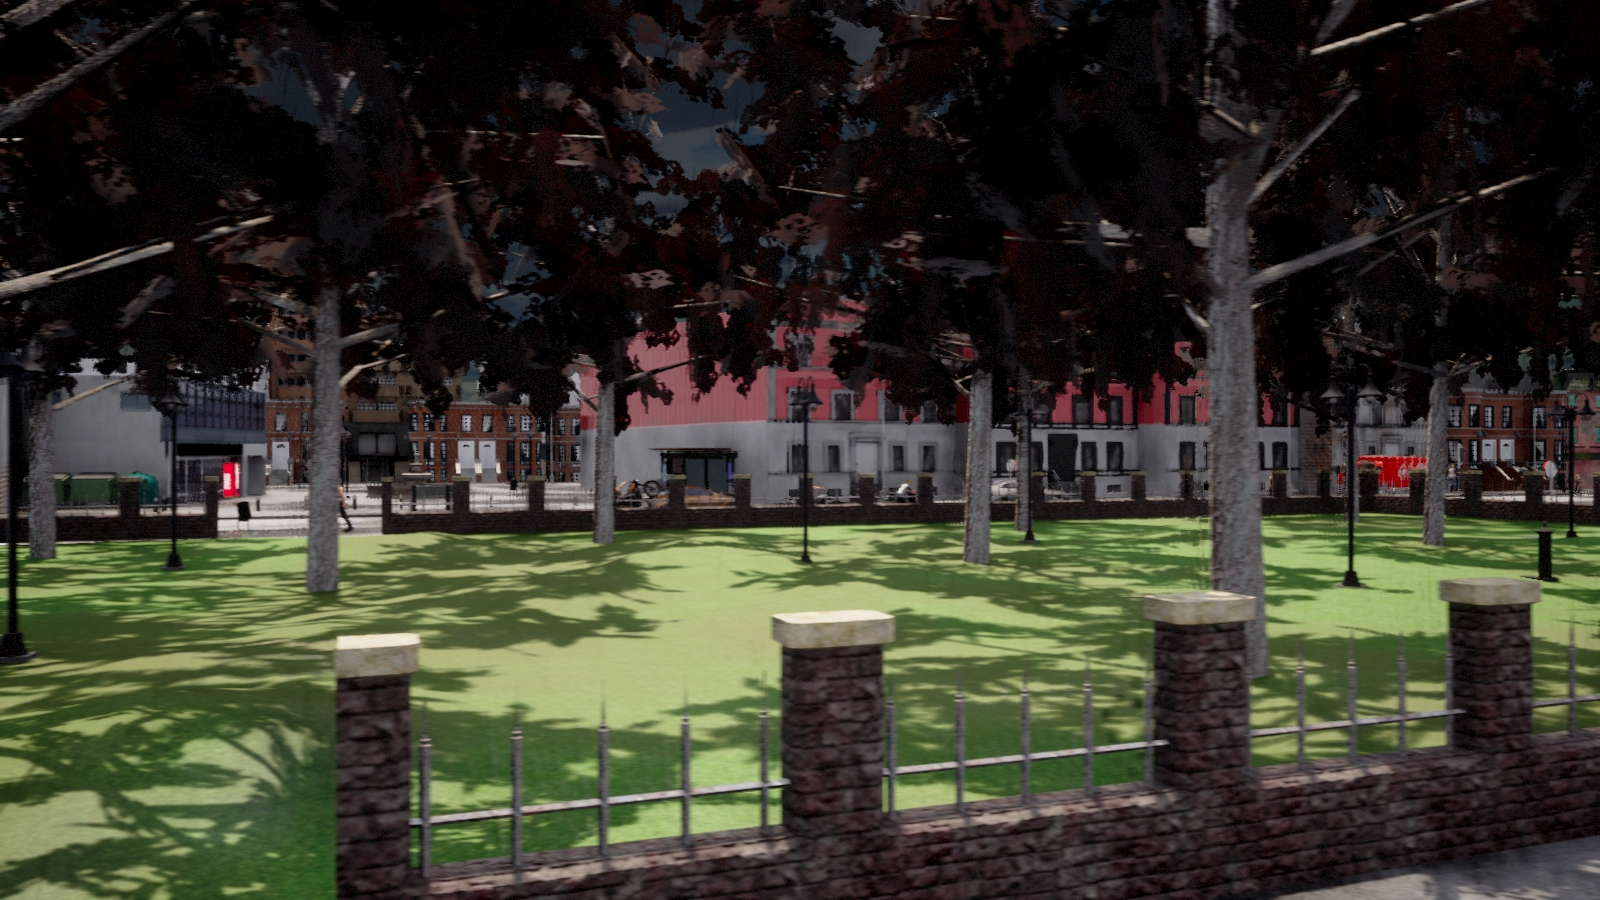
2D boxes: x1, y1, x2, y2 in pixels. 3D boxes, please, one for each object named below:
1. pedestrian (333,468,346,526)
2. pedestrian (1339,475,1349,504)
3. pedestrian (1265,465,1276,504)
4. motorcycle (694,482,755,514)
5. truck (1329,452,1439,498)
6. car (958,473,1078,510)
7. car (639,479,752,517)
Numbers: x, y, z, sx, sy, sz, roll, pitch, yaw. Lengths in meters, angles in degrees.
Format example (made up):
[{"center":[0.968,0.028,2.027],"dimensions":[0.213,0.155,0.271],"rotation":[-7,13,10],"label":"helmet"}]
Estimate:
[{"center":[-15.031,1.523,37.316],"dimensions":[0.375,1.860,0.375],"rotation":[0,0,-17],"label":"pedestrian"},{"center":[25.068,1.808,52.631],"dimensions":[0.375,1.300,0.375],"rotation":[0,0,36],"label":"pedestrian"},{"center":[22.452,1.631,54.480],"dimensions":[0.375,1.860,0.375],"rotation":[0,0,44],"label":"pedestrian"},{"center":[-3.081,1.951,46.635],"dimensions":[2.356,1.277,0.764],"rotation":[0,0,-20],"label":"motorcycle"},{"center":[32.581,1.355,63.792],"dimensions":[5.204,2.467,2.627],"rotation":[0,0,-20],"label":"truck"},{"center":[9.775,1.829,51.266],"dimensions":[4.902,1.511,2.128],"rotation":[0,0,-20],"label":"car"},{"center":[-4.236,1.911,46.214],"dimensions":[4.181,1.385,1.994],"rotation":[-1,0,-19],"label":"car"}]
